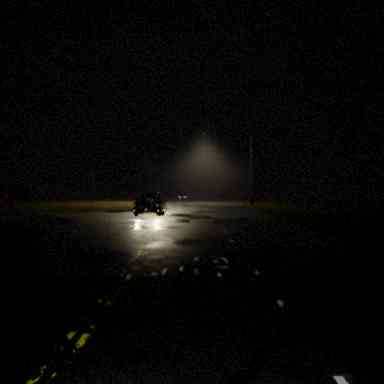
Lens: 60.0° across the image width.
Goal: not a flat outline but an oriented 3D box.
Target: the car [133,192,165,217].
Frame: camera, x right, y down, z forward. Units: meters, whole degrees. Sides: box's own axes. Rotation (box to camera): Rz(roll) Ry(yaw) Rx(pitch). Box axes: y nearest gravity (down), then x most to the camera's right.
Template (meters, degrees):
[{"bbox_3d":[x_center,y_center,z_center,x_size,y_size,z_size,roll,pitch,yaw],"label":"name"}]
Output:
[{"bbox_3d":[-3.493,1.002,27.990,2.150,2.045,5.566,0,0,0],"label":"car"}]

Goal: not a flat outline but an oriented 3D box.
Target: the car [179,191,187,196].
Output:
[{"bbox_3d":[-2.542,0.454,94.348,1.837,1.490,4.892,0,1,7],"label":"car"}]
